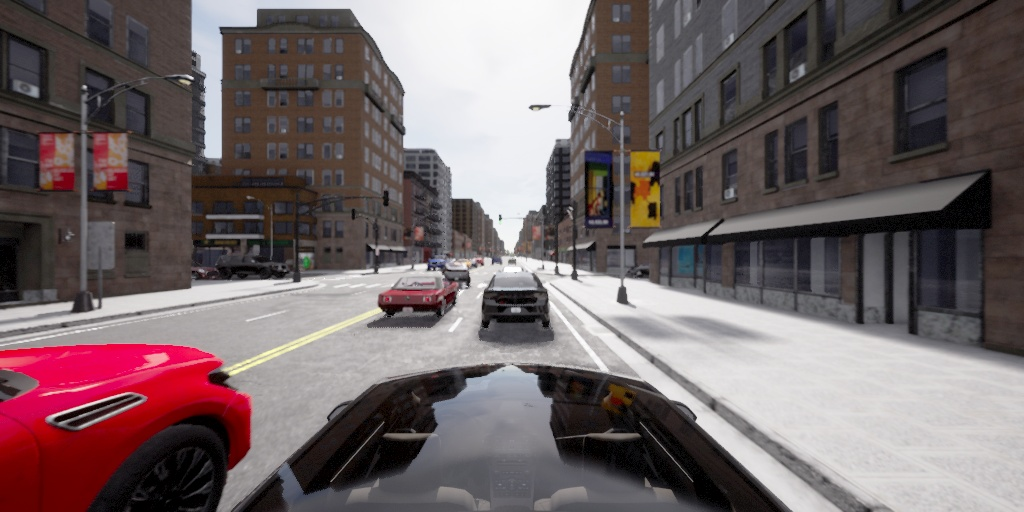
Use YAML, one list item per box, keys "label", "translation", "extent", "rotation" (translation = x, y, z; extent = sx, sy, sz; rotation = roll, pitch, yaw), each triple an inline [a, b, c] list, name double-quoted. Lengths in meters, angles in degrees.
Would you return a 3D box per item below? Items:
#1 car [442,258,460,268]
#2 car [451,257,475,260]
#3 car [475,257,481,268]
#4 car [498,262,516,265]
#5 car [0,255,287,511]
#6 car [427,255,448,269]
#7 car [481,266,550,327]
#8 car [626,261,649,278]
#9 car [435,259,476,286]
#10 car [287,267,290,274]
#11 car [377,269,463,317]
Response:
- label: "car"
  translation: [-9.806, 1.150, 57.895]
  extent: [2.128, 1.511, 4.902]
  rotation: [0, 0, 0]
- label: "car"
  translation: [-6.584, 1.154, 48.467]
  extent: [1.882, 1.535, 5.008]
  rotation: [0, 0, 0]
- label: "car"
  translation: [-6.563, 1.224, 57.461]
  extent: [1.994, 1.385, 4.181]
  rotation: [0, 0, 0]
- label: "car"
  translation: [0.068, 1.283, 22.034]
  extent: [1.994, 1.385, 4.181]
  rotation: [0, 0, 0]
- label: "car"
  translation: [-3.149, 0.969, 0.468]
  extent: [2.150, 2.045, 5.566]
  rotation: [0, -1, 0]
- label: "car"
  translation: [-9.828, 0.898, 48.083]
  extent: [2.150, 2.045, 5.566]
  rotation: [0, 0, 0]
- label: "car"
  translation: [0.103, 1.213, 11.507]
  extent: [1.882, 1.535, 5.008]
  rotation: [0, 0, 0]
- label: "car"
  translation: [13.245, 1.232, 33.794]
  extent: [4.902, 1.511, 2.128]
  rotation: [0, 0, 0]
- label: "car"
  translation: [-3.963, 1.207, 24.616]
  extent: [2.128, 1.511, 4.902]
  rotation: [0, 0, -13]
- label: "car"
  translation: [-22.179, 0.922, 30.686]
  extent: [5.566, 2.045, 2.150]
  rotation: [0, 0, 0]
- label: "car"
  translation: [-3.148, 1.334, 13.085]
  extent: [1.895, 1.301, 4.718]
  rotation: [0, 0, 0]
